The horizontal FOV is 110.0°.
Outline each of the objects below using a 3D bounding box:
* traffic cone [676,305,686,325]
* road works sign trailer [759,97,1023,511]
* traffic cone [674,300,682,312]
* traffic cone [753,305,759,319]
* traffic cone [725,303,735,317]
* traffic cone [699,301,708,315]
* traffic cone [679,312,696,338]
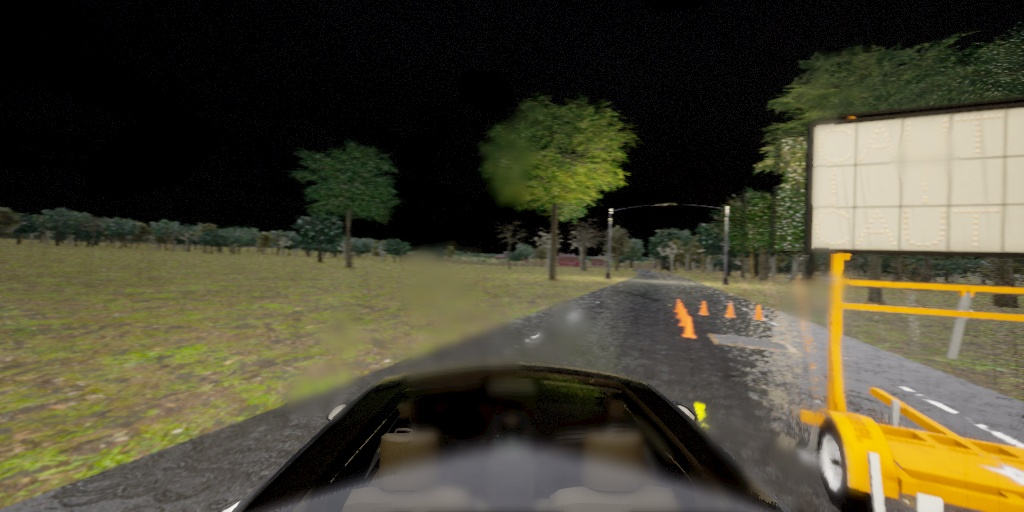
[{"bbox_3d":[5.871,2.089,12.234,0.340,0.580,0.340,0,0,22],"label":"traffic cone"},{"bbox_3d":[4.070,0.405,3.340,2.380,3.560,2.880,0,0,24],"label":"road works sign trailer"},{"bbox_3d":[6.629,2.146,14.083,0.340,0.580,0.340,0,0,22],"label":"traffic cone"},{"bbox_3d":[10.159,2.303,14.794,0.340,0.580,0.340,0,0,22],"label":"traffic cone"},{"bbox_3d":[9.235,2.270,15.174,0.340,0.580,0.340,0,0,22],"label":"traffic cone"},{"bbox_3d":[8.311,2.236,15.553,0.340,0.580,0.340,0,0,22],"label":"traffic cone"},{"bbox_3d":[5.113,2.033,10.383,0.340,0.580,0.340,0,0,22],"label":"traffic cone"}]
